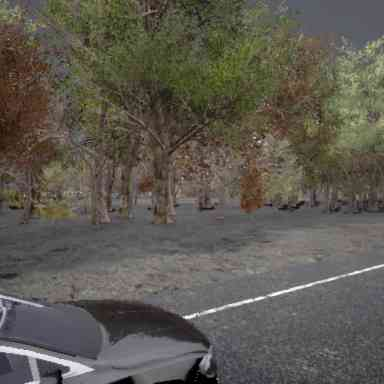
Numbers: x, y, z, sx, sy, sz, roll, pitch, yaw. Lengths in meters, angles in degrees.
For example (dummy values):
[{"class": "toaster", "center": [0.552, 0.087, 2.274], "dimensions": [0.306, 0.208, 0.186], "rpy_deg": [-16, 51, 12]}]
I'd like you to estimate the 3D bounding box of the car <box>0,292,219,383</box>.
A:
[{"class": "car", "center": [-1.986, 1.491, 2.329], "dimensions": [4.902, 1.511, 2.128], "rpy_deg": [0, 0, -35]}]
